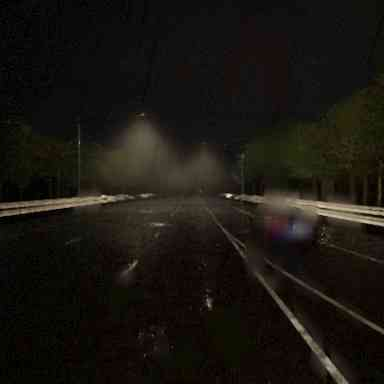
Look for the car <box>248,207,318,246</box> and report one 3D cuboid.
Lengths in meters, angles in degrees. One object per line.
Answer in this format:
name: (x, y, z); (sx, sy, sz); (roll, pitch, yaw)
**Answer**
car: (3.857, 1.398, 14.788); (2.163, 1.488, 4.792); (0, 0, -4)
